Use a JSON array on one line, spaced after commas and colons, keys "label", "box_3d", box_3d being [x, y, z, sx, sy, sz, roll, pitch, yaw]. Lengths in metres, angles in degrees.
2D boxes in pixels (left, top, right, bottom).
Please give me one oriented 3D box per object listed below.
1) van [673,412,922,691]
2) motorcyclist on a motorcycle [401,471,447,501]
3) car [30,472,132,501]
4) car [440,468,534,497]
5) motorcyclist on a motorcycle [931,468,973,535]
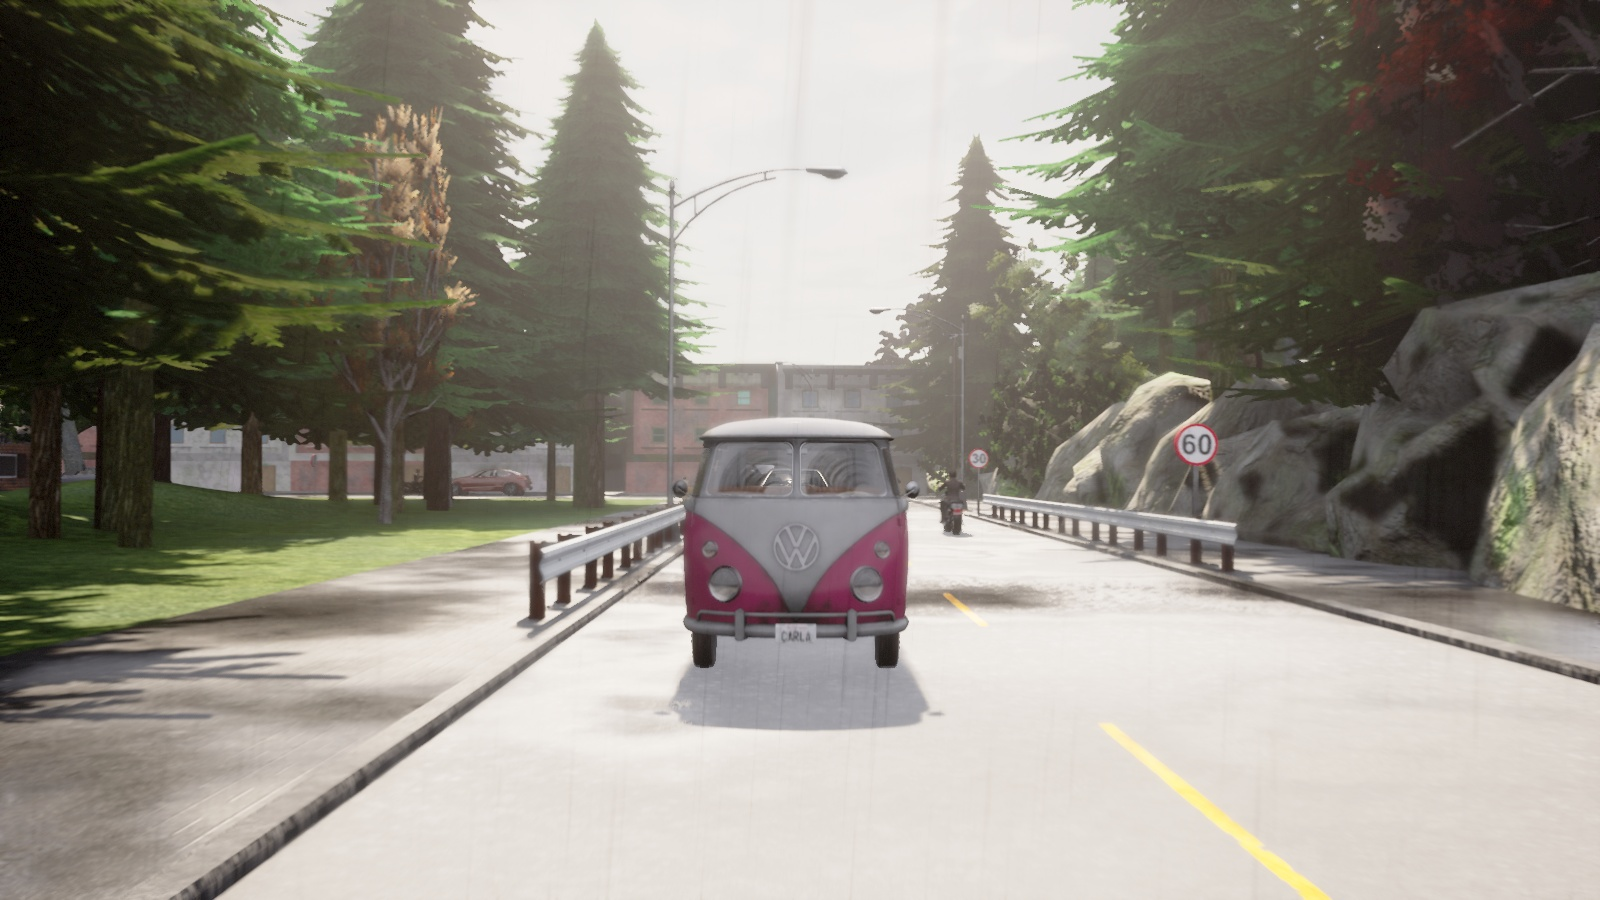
[{"label": "van", "box_3d": [-0.028, 0.753, 11.217, 1.775, 1.987, 4.442, 0, -1, 0]}, {"label": "motorcyclist on a motorcycle", "box_3d": [-20.925, 2.019, 69.897, 2.350, 1.649, 0.766, 0, -1, 0]}, {"label": "car", "box_3d": [-42.262, 2.151, 73.878, 4.856, 1.649, 2.033, 0, -1, 0]}, {"label": "car", "box_3d": [-18.365, 1.904, 73.910, 5.027, 1.651, 2.152, 0, -1, 0]}, {"label": "motorcyclist on a motorcycle", "box_3d": [3.861, 1.286, 32.059, 0.766, 1.649, 2.350, 0, -1, 0]}]
